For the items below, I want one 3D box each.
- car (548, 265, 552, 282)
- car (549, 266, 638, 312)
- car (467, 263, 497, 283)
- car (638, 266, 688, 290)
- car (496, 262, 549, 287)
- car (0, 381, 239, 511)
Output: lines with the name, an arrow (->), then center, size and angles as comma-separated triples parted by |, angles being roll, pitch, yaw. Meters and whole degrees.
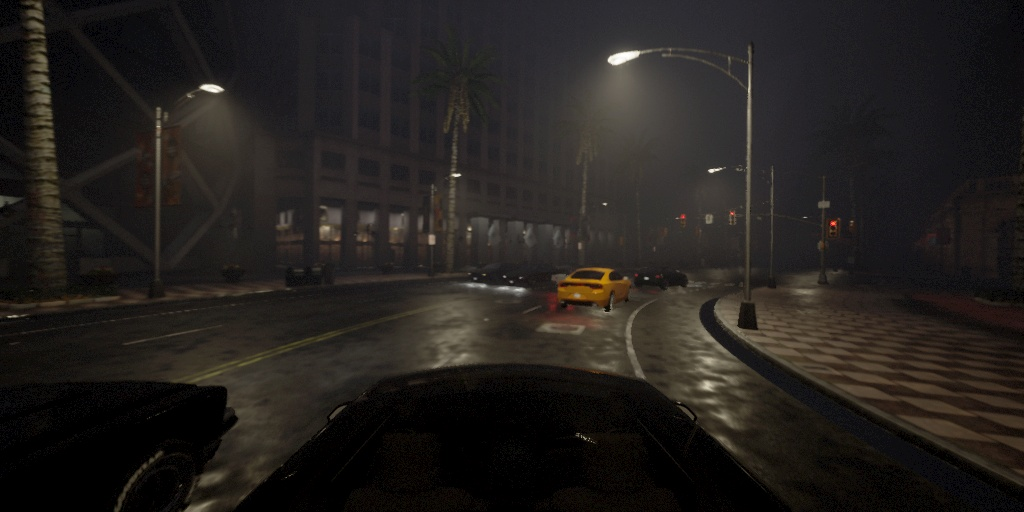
car -> 4.439, 1.321, 21.693 | 1.895, 1.301, 4.718 | 1, 0, 41
car -> 3.485, 1.216, 14.507 | 1.882, 1.535, 5.008 | 1, 0, 30
car -> -0.819, 1.184, 26.676 | 2.033, 1.411, 5.357 | 1, 0, 40
car -> 9.628, 1.341, 23.066 | 4.181, 1.385, 1.994 | 0, 0, -42
car -> 1.667, 1.224, 24.224 | 2.033, 1.411, 5.357 | 1, 0, 40
car -> -3.339, 1.314, 0.979 | 1.895, 1.301, 4.718 | 1, 0, 0
